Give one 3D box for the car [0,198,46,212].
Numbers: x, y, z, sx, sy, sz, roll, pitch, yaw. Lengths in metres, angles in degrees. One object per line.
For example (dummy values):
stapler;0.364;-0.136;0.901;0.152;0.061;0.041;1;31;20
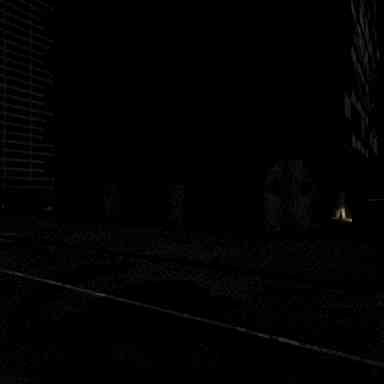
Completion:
car;-19.790;1.492;39.438;2.128;1.511;4.902;0;0;33
